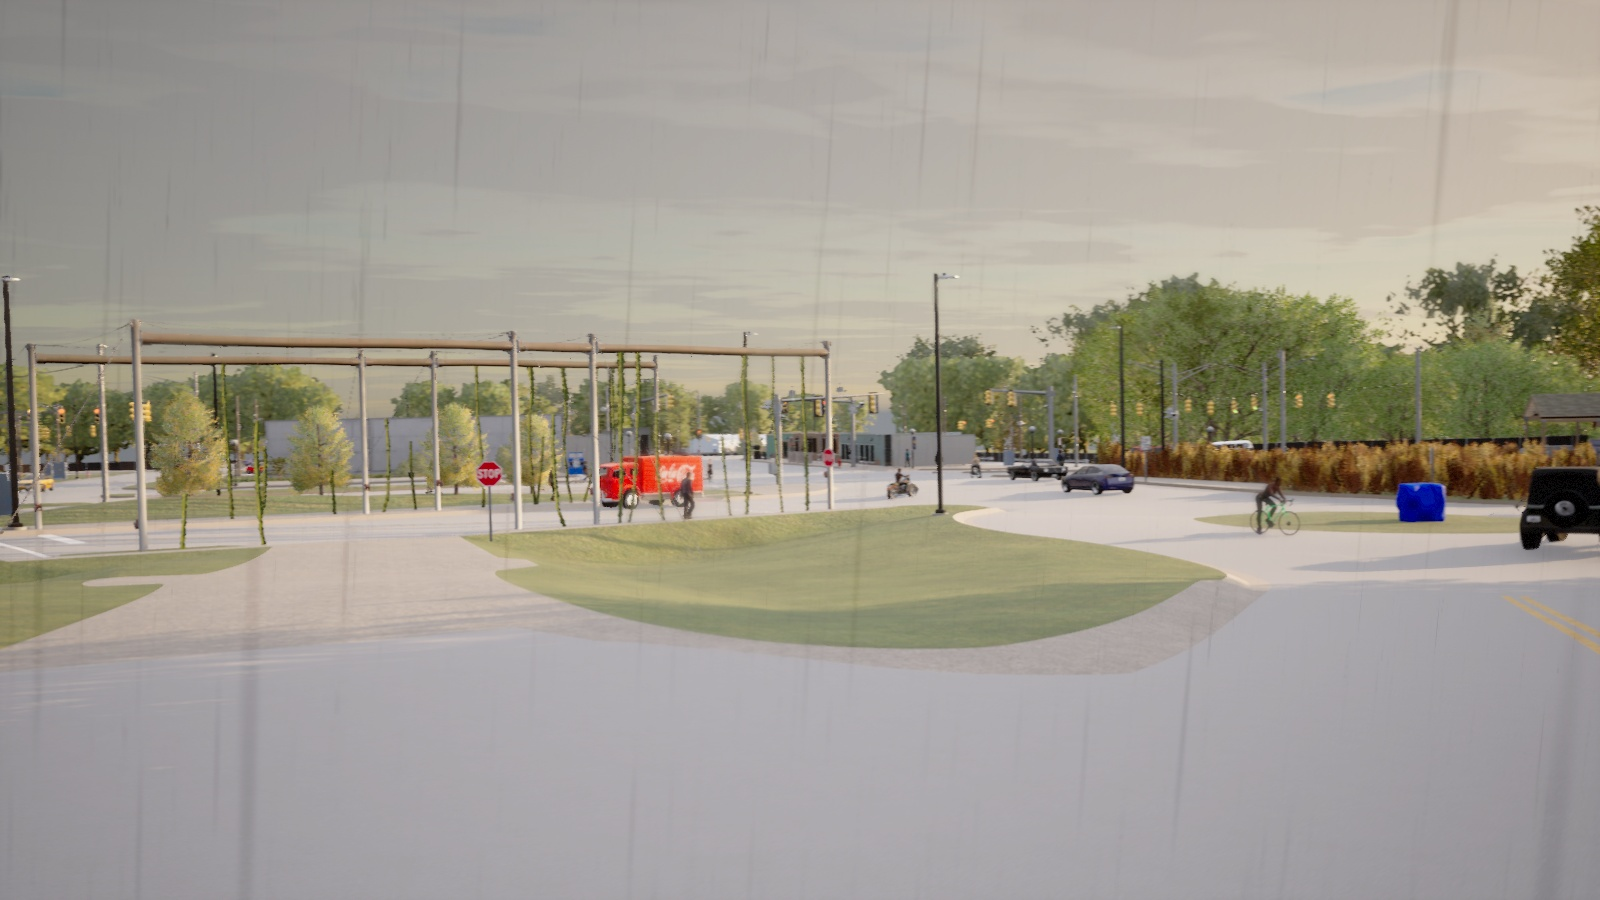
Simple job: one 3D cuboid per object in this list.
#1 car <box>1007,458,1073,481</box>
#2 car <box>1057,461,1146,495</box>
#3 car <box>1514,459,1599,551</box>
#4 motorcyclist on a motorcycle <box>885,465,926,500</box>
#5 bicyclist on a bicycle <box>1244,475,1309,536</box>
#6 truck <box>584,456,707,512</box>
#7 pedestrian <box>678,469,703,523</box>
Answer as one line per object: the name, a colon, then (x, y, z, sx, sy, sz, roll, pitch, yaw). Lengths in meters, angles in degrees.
car: (14.654, 1.166, 76.965, 1.895, 1.301, 4.718, -2, 1, -18)
car: (15.227, 1.396, 63.701, 2.163, 1.488, 4.792, -3, 1, -17)
car: (18.120, 1.212, 28.956, 1.905, 1.878, 3.866, -2, 0, 44)
motorcyclist on a motorcycle: (5.467, 1.685, 64.970, 0.766, 1.649, 2.350, 0, 3, 44)
bicyclist on a bicycle: (13.231, 1.509, 34.880, 0.582, 1.620, 1.656, -1, 0, -32)
truck: (-7.385, 1.570, 60.184, 5.204, 2.467, 2.627, -1, 1, -39)
pedestrian: (-4.103, 1.705, 46.942, 0.423, 1.949, 0.788, 0, 2, 45)
